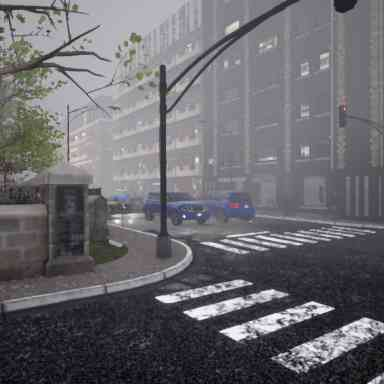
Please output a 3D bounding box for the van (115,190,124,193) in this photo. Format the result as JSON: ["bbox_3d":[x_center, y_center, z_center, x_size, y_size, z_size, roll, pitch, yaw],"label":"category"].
[{"bbox_3d":[-8.401,0.654,41.249,1.690,1.788,3.998,1,1,-36],"label":"van"}]

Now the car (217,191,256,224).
[{"bbox_3d":[1.839,0.928,22.532,2.150,2.045,5.566,0,1,-34],"label":"car"}]

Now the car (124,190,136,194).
[{"bbox_3d":[-5.136,0.726,36.794,2.192,1.841,5.009,1,1,-36],"label":"car"}]

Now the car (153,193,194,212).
[{"bbox_3d":[-1.873,0.949,32.341,1.967,1.590,4.097,1,1,-36],"label":"car"}]

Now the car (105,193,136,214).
[{"bbox_3d":[-6.855,1.098,29.322,1.994,1.385,4.181,0,1,-36],"label":"car"}]

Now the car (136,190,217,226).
[{"bbox_3d":[-1.194,0.926,21.594,2.150,2.045,5.566,0,1,-36],"label":"car"}]

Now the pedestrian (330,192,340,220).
[{"bbox_3d":[9.402,0.902,21.910,0.375,1.860,0.375,1,-1,-36],"label":"pedestrian"}]
